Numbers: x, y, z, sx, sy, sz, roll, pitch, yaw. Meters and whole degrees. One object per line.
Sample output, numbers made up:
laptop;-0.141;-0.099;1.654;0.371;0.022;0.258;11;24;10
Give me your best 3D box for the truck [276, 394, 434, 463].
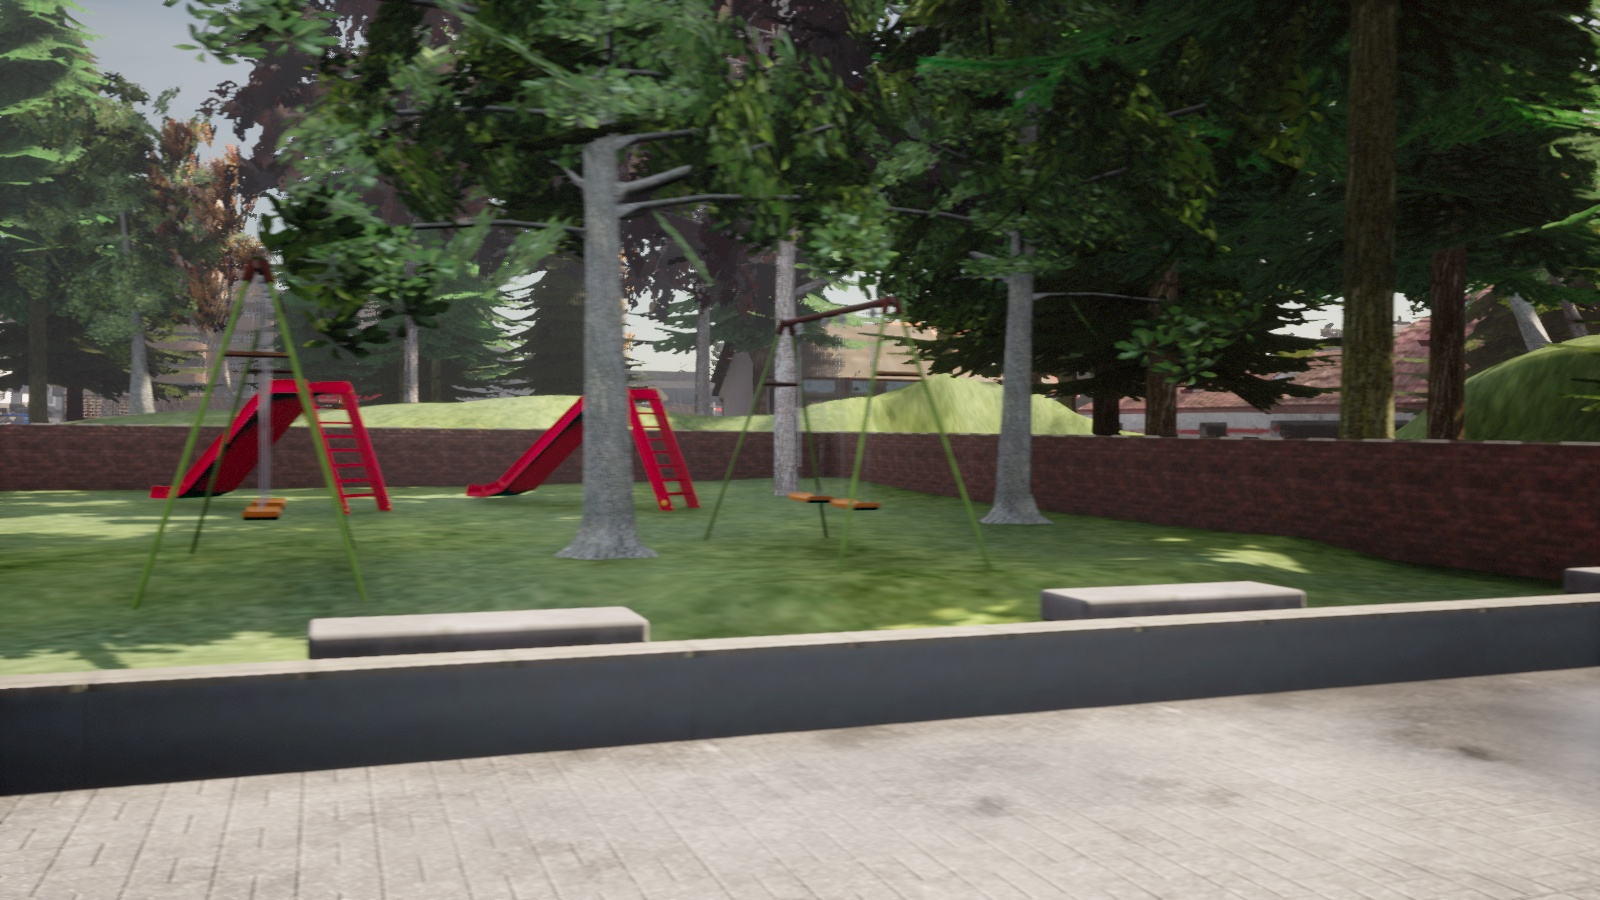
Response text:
truck;-25.918;-1.278;73.278;8.468;3.827;2.891;-1;1;-21
